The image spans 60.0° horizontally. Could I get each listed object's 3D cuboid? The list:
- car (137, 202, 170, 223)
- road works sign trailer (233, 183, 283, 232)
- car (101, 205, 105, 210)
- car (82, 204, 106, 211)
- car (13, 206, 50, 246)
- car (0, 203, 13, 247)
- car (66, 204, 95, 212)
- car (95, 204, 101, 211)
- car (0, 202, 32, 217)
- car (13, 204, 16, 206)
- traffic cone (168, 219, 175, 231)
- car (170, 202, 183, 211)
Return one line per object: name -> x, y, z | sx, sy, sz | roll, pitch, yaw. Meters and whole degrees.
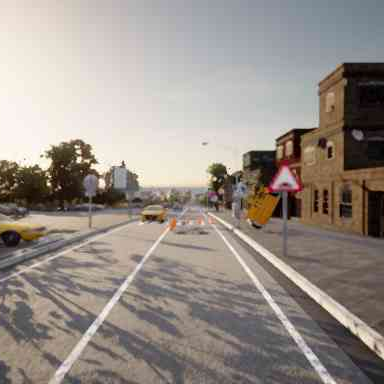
car -> -3.312, 1.924, 29.589 | 1.882, 1.535, 5.008 | 0, -2, 0
road works sign trailer -> 4.246, 0.602, 20.061 | 2.880, 2.380, 3.560 | 33, 17, 31
car -> -21.768, 3.220, 70.571 | 5.008, 1.535, 2.097 | 0, -2, 0
car -> -21.746, 3.363, 73.717 | 4.674, 1.452, 2.002 | 0, -2, 0
car -> -9.363, 1.573, 15.150 | 5.366, 1.575, 1.946 | 0, -1, 0
car -> -9.567, 1.406, 12.234 | 4.553, 1.767, 2.185 | 0, -1, 0
car -> -21.789, 3.048, 64.024 | 4.674, 1.452, 2.002 | 0, -2, 0
car -> -21.772, 3.115, 67.299 | 4.892, 1.521, 2.231 | 0, -2, 0
car -> -21.934, 2.093, 39.706 | 4.553, 1.767, 2.185 | 0, -2, 0
car -> -21.876, 2.158, 36.532 | 4.674, 1.452, 2.002 | 0, -2, 0
traffic cone -> -1.361, 2.176, 21.402 | 0.340, 0.580, 0.340 | 0, -1, 0
car -> -3.059, 3.118, 70.663 | 2.097, 1.767, 4.553 | 0, -2, 0
